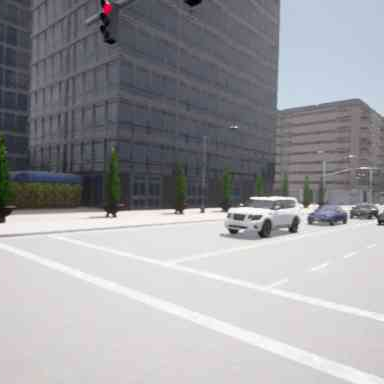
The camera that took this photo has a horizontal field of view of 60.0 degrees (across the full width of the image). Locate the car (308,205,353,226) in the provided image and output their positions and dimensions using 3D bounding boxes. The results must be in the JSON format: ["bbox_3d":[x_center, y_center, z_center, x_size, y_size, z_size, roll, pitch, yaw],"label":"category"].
[{"bbox_3d":[10.593,1.742,25.748,1.812,1.442,4.674,2,0,42],"label":"car"}]

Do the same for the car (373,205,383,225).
[{"bbox_3d":[16.449,1.953,26.777,1.994,1.385,4.181,2,0,43],"label":"car"}]

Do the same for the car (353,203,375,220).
[{"bbox_3d":[17.267,1.894,33.192,1.837,1.490,4.892,2,0,42],"label":"car"}]

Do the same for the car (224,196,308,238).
[{"bbox_3d":[4.100,1.271,18.482,2.150,2.045,5.566,2,0,42],"label":"car"}]
